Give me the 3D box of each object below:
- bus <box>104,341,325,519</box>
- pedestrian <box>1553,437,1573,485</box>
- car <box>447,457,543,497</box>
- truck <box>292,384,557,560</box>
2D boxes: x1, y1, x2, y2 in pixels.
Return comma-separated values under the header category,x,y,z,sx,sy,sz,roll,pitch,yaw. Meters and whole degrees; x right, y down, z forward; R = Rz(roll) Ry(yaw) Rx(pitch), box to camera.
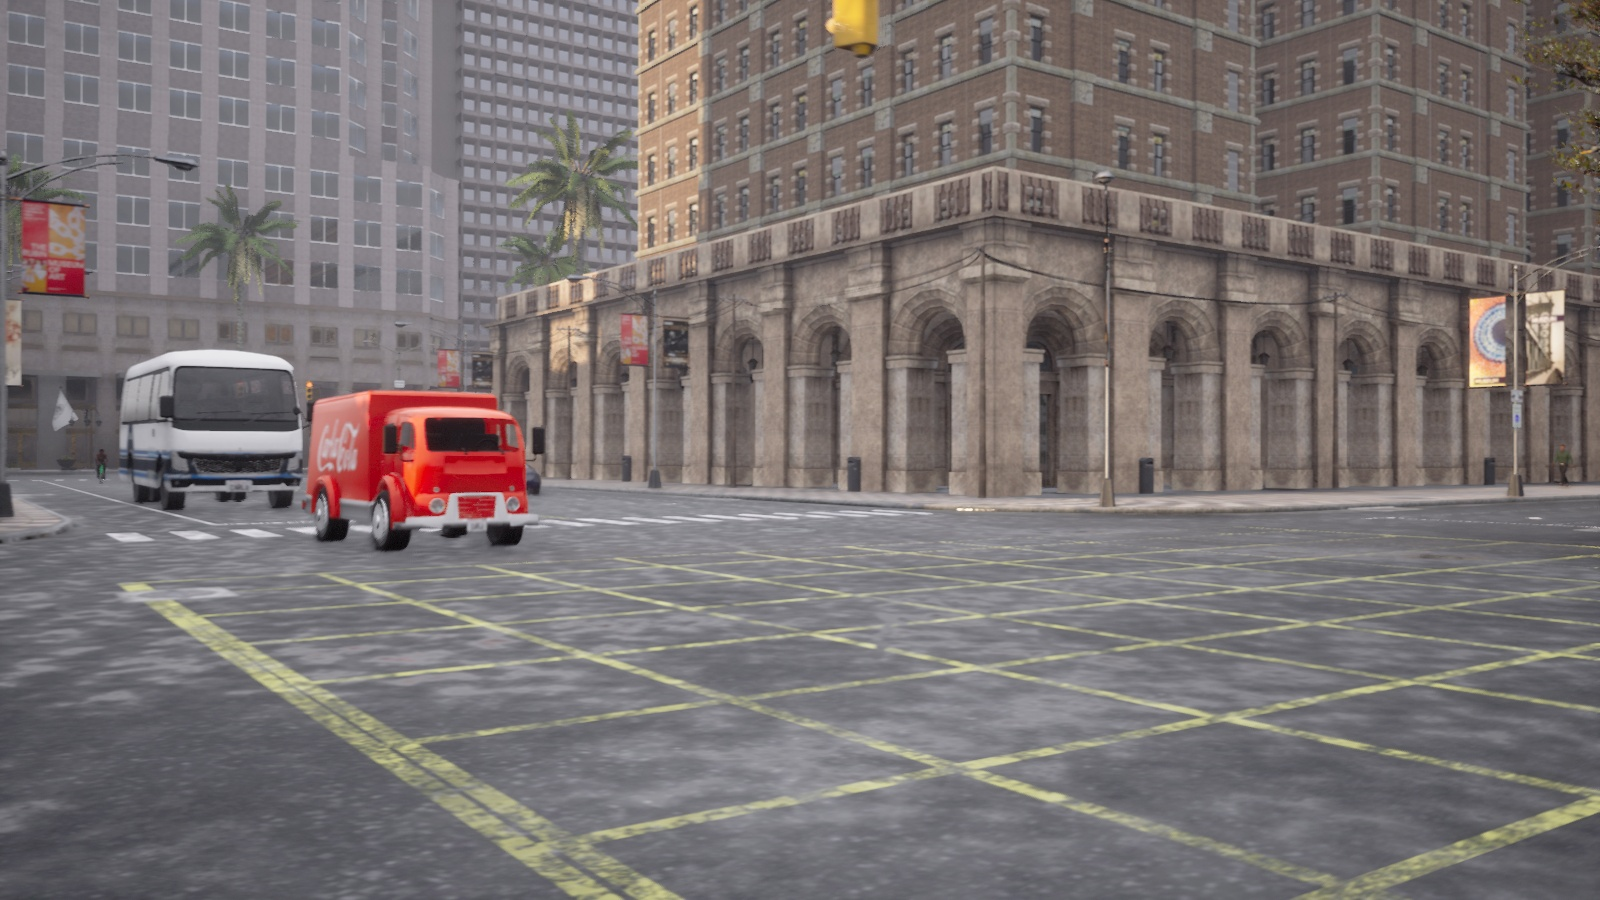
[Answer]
category,x,y,z,sx,sy,sz,roll,pitch,yaw
bus,-16.799,-0.510,35.420,3.944,4.253,10.273,0,0,-35
pedestrian,31.605,0.457,52.025,0.788,1.949,0.423,0,0,-35
car,-11.113,0.943,45.592,1.994,1.385,4.181,0,0,-36
truck,-6.277,0.322,20.528,2.627,2.467,5.204,0,0,-35
